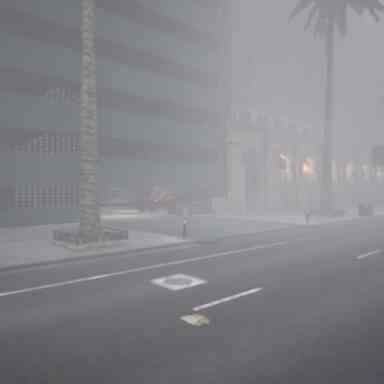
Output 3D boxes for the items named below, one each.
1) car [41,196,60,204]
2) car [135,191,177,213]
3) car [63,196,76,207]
[{"bbox_3d":[-23.177,1.383,56.650,4.786,1.482,2.161,0,0,-41],"label":"car"},{"bbox_3d":[-3.087,0.969,34.233,5.566,2.045,2.435,0,0,-41],"label":"car"},{"bbox_3d":[-15.867,1.424,47.632,4.718,1.301,1.895,0,0,-41],"label":"car"}]
